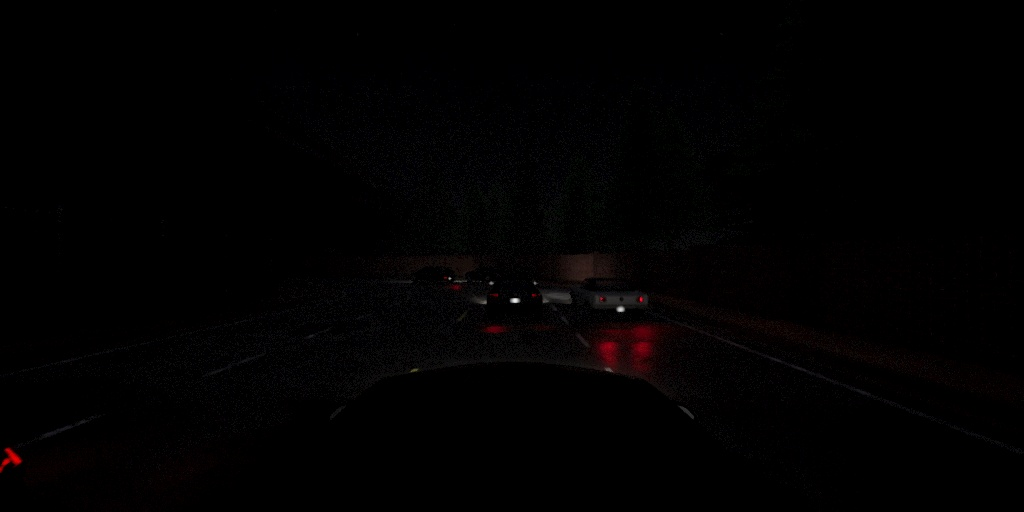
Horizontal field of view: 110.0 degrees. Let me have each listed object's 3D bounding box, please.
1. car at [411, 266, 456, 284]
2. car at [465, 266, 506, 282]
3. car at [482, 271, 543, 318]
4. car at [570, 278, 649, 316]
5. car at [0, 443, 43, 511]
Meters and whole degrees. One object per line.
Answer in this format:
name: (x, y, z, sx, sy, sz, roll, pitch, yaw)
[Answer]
car: (-6.893, 1.621, 31.093, 4.892, 1.490, 1.837, -1, -2, 42)
car: (-2.239, 1.628, 31.669, 1.837, 1.490, 4.892, 2, -2, -40)
car: (0.047, 1.465, 13.836, 1.994, 1.385, 4.181, 0, -1, -2)
car: (3.556, 1.506, 14.104, 1.895, 1.301, 4.718, 0, -1, -1)
car: (-3.608, 1.295, 0.204, 1.994, 1.385, 4.181, 0, -1, 0)
